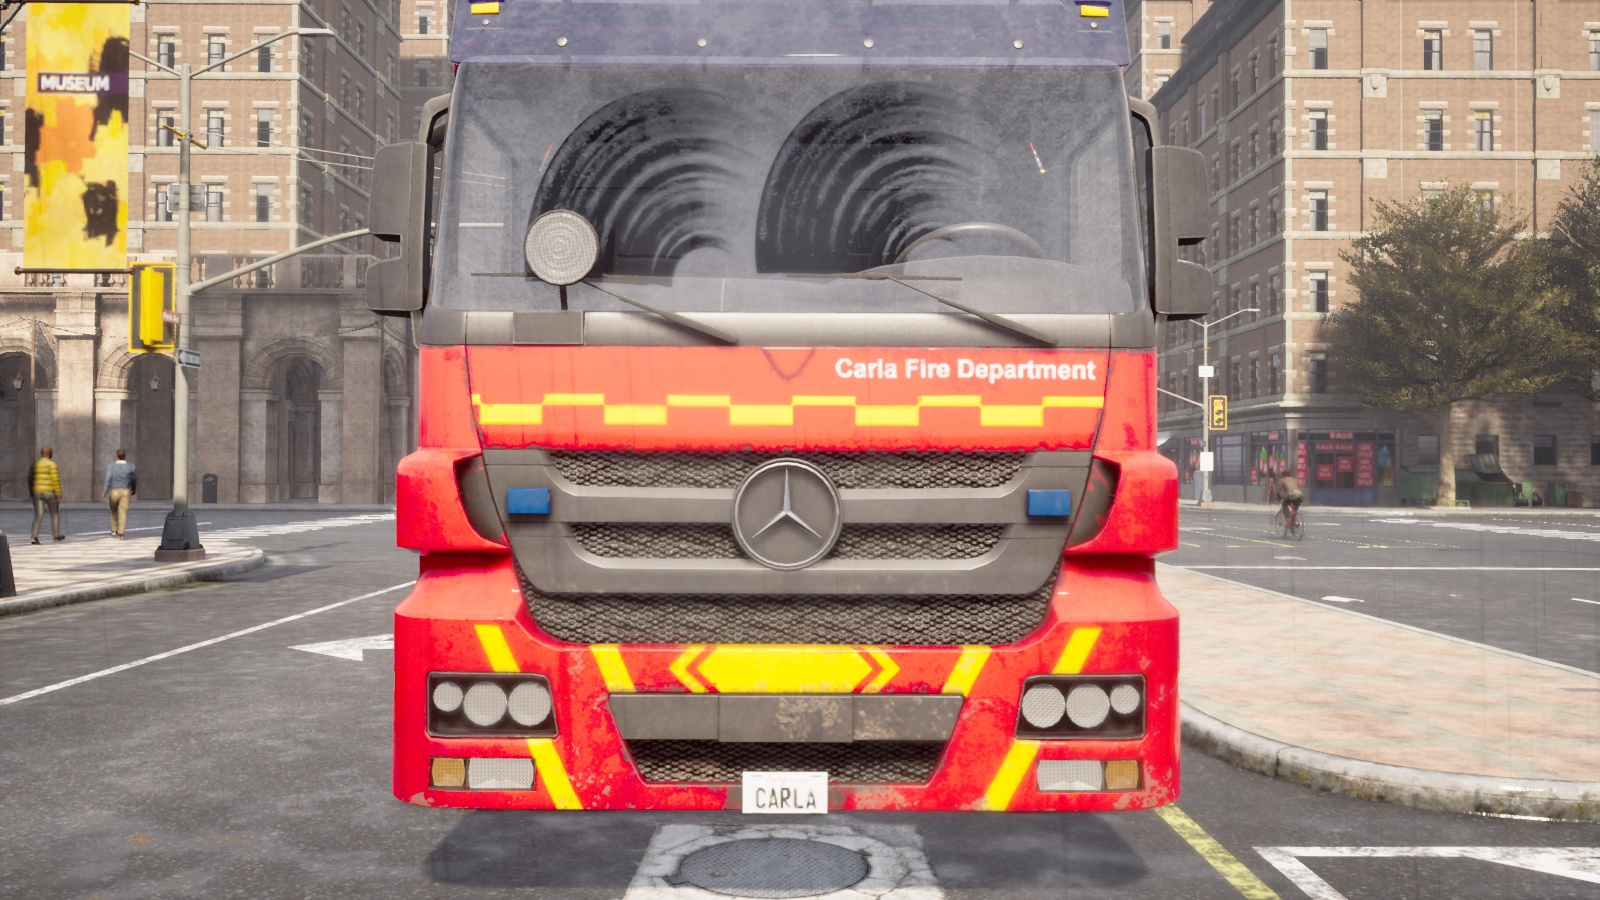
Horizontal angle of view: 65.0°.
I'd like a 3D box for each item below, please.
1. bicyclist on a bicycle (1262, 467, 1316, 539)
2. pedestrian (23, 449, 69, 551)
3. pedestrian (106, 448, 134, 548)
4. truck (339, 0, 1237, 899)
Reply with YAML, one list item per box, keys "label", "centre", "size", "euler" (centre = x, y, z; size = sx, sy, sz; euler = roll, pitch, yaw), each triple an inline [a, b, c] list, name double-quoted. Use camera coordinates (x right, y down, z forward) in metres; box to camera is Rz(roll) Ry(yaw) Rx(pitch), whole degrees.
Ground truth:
- label: "bicyclist on a bicycle"
  centre: [11.401, 1.213, 29.307]
  size: [0.582, 1.620, 1.656]
  euler: [0, -1, 0]
- label: "pedestrian"
  centre: [-13.836, 0.913, 23.057]
  size: [0.370, 1.835, 0.726]
  euler: [0, -1, 2]
- label: "pedestrian"
  centre: [-13.447, 0.941, 24.820]
  size: [0.423, 1.949, 0.788]
  euler: [0, -1, -32]
- label: "truck"
  centre: [-0.054, -0.211, 8.305]
  size: [2.891, 3.827, 8.468]
  euler: [0, -1, 0]
